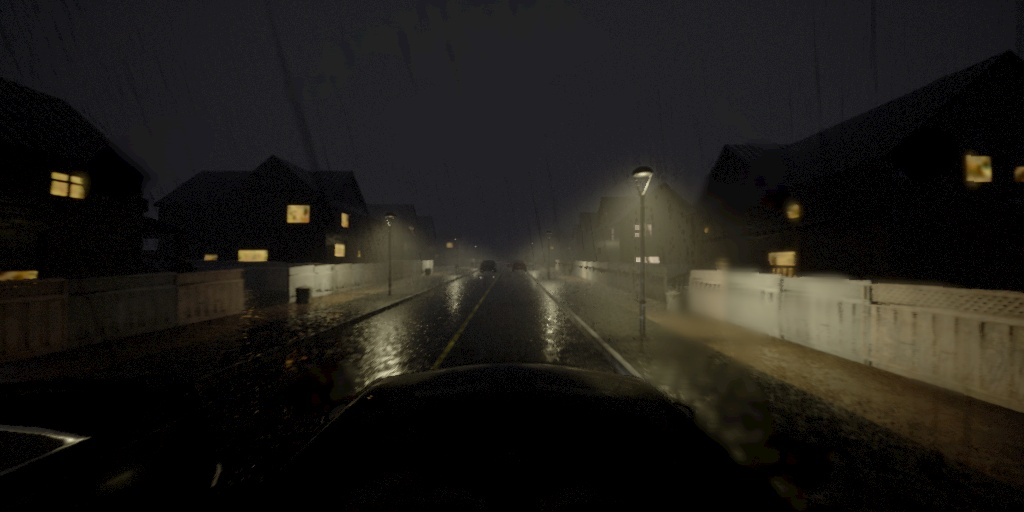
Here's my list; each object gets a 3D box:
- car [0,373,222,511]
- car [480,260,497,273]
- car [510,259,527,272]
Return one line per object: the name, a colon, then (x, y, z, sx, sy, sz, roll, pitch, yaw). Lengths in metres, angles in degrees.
car: (-2.850, 1.241, 0.307, 2.128, 1.511, 4.902, 0, 0, 0)
car: (-2.825, 1.257, 43.637, 1.882, 1.535, 5.008, 0, 0, 0)
car: (0.968, 1.266, 48.121, 1.882, 1.535, 5.008, 0, 0, 0)
